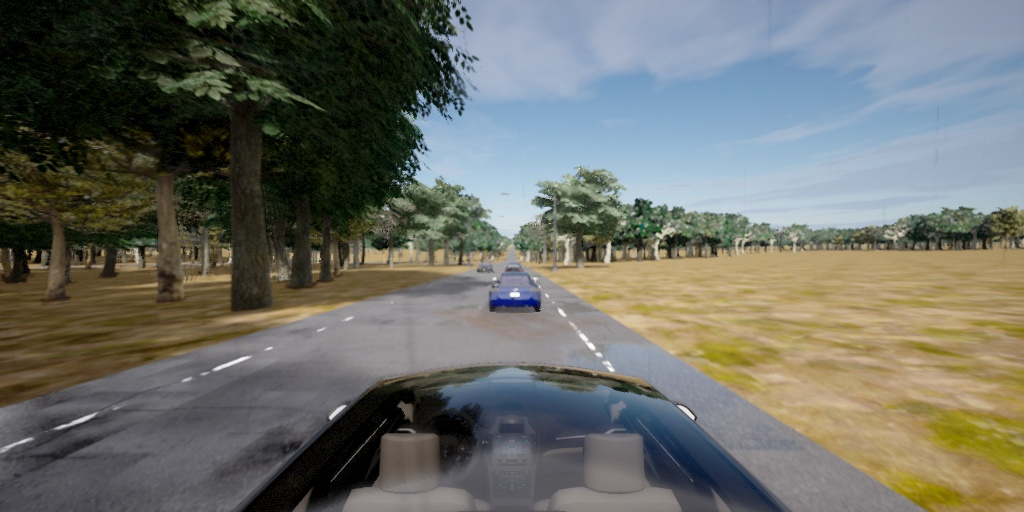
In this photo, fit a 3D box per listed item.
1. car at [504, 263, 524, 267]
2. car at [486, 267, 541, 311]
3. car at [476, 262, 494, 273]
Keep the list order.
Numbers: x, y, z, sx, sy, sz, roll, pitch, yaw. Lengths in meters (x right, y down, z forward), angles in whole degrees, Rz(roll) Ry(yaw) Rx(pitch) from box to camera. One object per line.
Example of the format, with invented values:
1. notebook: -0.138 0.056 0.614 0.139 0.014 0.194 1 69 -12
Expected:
1. car: 0.189 1.388 35.045 1.812 1.442 4.674 0 0 0
2. car: 0.118 1.341 14.654 1.994 1.385 4.181 0 0 0
3. car: -3.373 1.491 46.023 1.994 1.385 4.181 0 0 0
